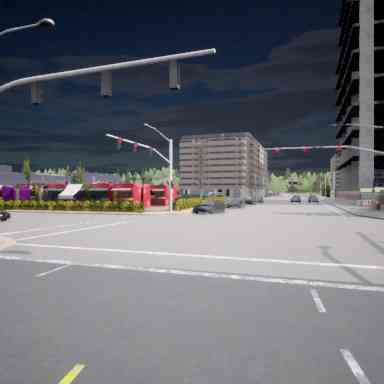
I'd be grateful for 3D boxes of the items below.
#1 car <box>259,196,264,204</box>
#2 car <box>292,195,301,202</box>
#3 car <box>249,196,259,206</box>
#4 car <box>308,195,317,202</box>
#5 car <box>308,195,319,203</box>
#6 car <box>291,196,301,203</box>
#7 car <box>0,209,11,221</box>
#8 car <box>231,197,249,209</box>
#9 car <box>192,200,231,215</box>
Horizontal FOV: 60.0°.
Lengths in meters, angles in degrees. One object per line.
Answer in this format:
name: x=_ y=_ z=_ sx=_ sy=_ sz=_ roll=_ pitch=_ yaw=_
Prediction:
car: x=13.044 y=1.492 z=65.943 sx=2.128 sy=1.511 sz=4.902 roll=0 pitch=0 yaw=19
car: x=24.686 y=1.540 z=78.503 sx=2.033 sy=1.411 sz=5.357 roll=0 pitch=0 yaw=19
car: x=9.507 y=1.601 z=55.620 sx=1.895 sy=1.301 sz=4.718 roll=0 pitch=0 yaw=19
car: x=28.108 y=1.524 z=77.696 sx=1.812 sy=1.442 sz=4.674 roll=0 pitch=0 yaw=19
car: x=24.808 y=1.541 z=67.844 sx=2.033 sy=1.411 sz=5.357 roll=0 pitch=0 yaw=19
car: x=21.599 y=1.555 z=69.282 sx=1.994 sy=1.385 sz=4.181 roll=0 pitch=0 yaw=19
car: x=-16.445 y=1.619 z=26.162 sx=4.181 sy=1.385 sz=1.994 roll=0 pitch=0 yaw=19
car: x=6.121 y=1.505 z=45.604 sx=1.837 sy=1.490 sz=4.892 roll=0 pitch=0 yaw=19
car: x=1.919 y=1.549 z=34.399 sx=2.033 sy=1.411 sz=5.357 roll=0 pitch=0 yaw=27
